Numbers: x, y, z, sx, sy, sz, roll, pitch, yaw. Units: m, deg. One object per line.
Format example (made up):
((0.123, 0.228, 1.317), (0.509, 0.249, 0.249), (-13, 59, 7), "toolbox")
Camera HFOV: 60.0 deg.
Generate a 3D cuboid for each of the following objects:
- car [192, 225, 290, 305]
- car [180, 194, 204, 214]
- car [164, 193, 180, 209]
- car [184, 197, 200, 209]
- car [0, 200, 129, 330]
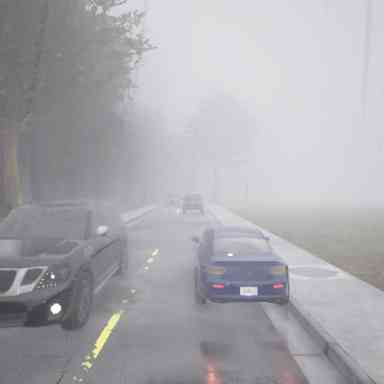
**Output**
((0.973, 1.526, 7.978), (1.812, 1.442, 4.674), (0, 0, 0), "car")
((0.116, 1.222, 35.902), (2.150, 2.045, 5.566), (0, 0, 0), "car")
((-2.695, 1.223, 46.669), (2.150, 2.045, 5.566), (0, 0, 0), "car")
((0.087, 1.493, 46.478), (2.128, 1.511, 4.902), (0, 0, 1), "car")
((-2.840, 1.221, 7.255), (2.150, 2.045, 5.566), (0, 0, 0), "car")
